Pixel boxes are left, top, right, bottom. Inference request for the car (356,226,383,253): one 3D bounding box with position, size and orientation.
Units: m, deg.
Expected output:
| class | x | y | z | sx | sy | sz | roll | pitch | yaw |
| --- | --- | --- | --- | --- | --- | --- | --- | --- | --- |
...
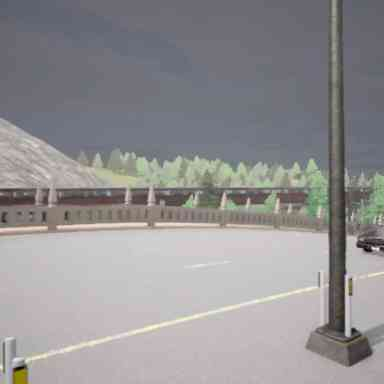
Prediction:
| class | x | y | z | sx | sy | sz | roll | pitch | yaw |
| --- | --- | --- | --- | --- | --- | --- | --- | --- | --- |
| car | 9.709 | 2.114 | 15.181 | 5.357 | 1.411 | 2.033 | 5 | -3 | -35 |
